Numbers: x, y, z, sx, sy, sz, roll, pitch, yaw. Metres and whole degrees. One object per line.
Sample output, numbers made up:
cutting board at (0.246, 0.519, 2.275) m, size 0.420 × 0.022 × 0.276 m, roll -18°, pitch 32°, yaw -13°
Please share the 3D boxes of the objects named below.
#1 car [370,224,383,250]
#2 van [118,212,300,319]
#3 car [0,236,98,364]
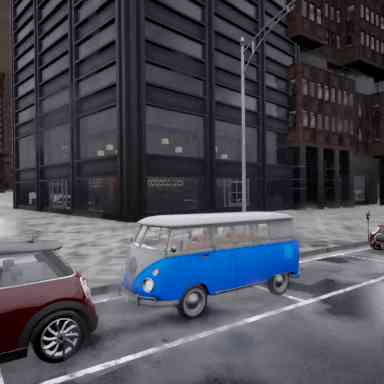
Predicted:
car at (8.629, 1.434, 12.839) m, size 4.097 × 1.590 × 1.967 m, roll 0°, pitch -1°, yaw -36°
van at (0.534, 1.339, 7.052) m, size 3.998 × 1.788 × 1.690 m, roll 0°, pitch -1°, yaw -36°
car at (-3.440, 1.440, 4.209) m, size 4.097 × 1.590 × 1.967 m, roll 0°, pitch -1°, yaw -36°
